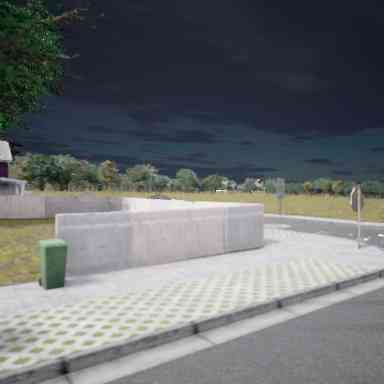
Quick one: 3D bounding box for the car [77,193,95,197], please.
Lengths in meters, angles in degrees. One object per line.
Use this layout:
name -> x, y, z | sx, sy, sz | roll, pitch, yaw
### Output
car -> -17.835, 0.823, 56.105 | 2.033, 1.411, 5.357 | 0, 1, -36

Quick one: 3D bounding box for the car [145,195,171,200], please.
car -> -3.961, 1.097, 36.931 | 1.837, 1.490, 4.892 | 0, 0, -36
